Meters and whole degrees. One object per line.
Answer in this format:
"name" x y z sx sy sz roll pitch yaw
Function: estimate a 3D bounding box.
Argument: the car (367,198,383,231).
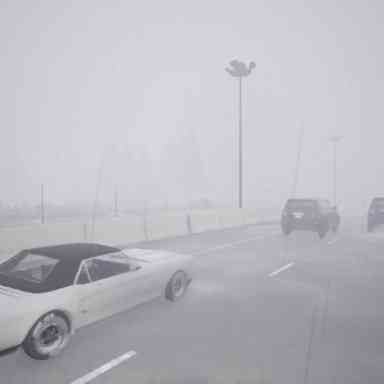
"car" 12.891 1.425 21.691 2.150 2.045 5.566 0 -2 34

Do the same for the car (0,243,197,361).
"car" -1.873 1.609 6.079 1.895 1.301 4.718 0 0 34

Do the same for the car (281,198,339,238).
"car" 6.841 1.360 18.982 2.150 2.045 5.566 0 0 34
